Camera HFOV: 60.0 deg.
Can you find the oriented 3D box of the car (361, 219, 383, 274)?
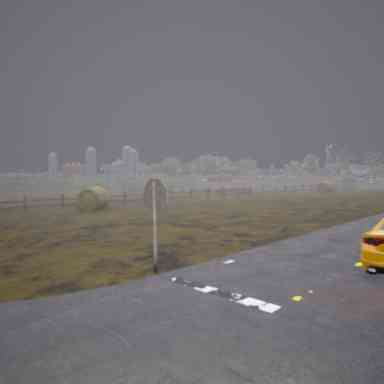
[{"bbox_3d":[5.961,1.179,8.472,1.882,1.535,5.008,2,3,44],"label":"car"}]
